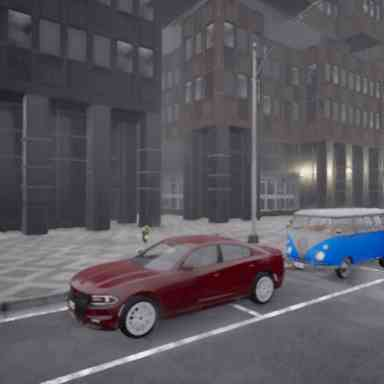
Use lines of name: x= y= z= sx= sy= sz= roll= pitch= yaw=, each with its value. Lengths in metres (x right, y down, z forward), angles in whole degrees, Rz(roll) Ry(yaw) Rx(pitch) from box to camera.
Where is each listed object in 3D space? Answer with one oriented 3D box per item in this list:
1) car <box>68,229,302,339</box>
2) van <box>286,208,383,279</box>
car: x=-0.073 y=1.560 z=6.600 sx=4.507 sy=1.381 sz=1.887 roll=0 pitch=0 yaw=-36
van: x=4.498 y=1.381 z=9.869 sx=3.998 sy=1.788 sz=1.690 roll=0 pitch=0 yaw=-36
